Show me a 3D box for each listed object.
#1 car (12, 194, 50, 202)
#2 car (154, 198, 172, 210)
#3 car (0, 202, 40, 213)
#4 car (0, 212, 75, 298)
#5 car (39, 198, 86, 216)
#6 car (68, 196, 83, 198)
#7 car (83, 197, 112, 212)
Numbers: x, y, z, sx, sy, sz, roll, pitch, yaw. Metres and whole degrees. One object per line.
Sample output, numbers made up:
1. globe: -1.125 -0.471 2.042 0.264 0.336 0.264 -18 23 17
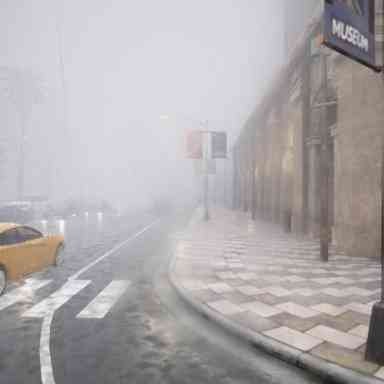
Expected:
1. car: -14.836 1.216 30.384 2.150 2.045 5.566 0 0 2
2. car: -3.730 1.499 43.130 1.882 1.535 5.008 0 0 2
3. car: -11.679 1.543 20.089 2.033 1.411 5.357 0 0 2
4. car: -4.917 1.496 8.382 1.882 1.535 5.008 0 0 2
5. car: -11.362 1.520 29.512 1.812 1.442 4.674 0 0 2
6. car: -14.413 1.345 40.700 2.097 1.767 4.553 0 0 2
7. car: -10.962 1.519 39.393 1.812 1.442 4.674 0 0 2
